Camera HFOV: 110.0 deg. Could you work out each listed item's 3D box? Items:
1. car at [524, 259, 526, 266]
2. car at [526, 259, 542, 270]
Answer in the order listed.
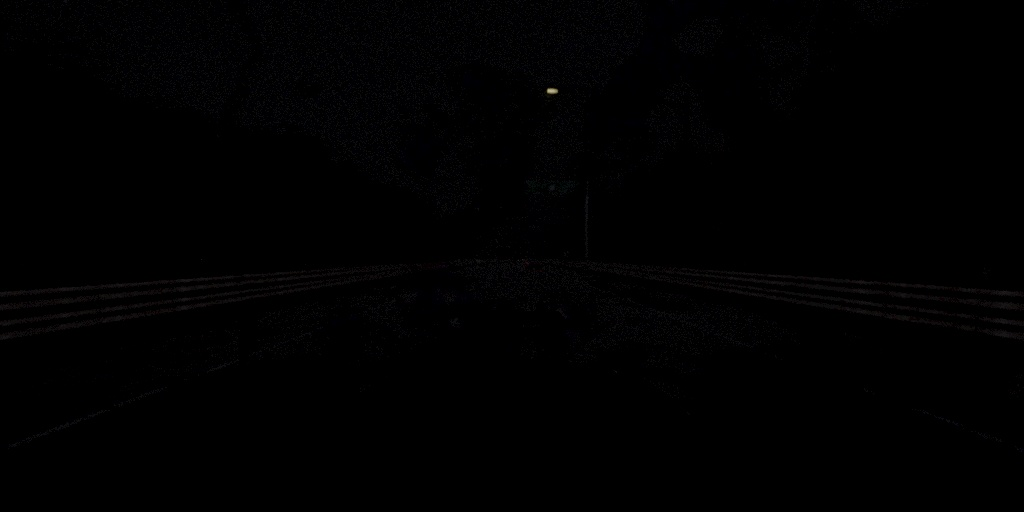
[{"bbox_3d":[3.491,1.447,64.637,1.994,1.385,4.181,0,0,0],"label":"car"},{"bbox_3d":[3.473,1.310,53.697,1.882,1.535,5.008,0,0,0],"label":"car"}]
